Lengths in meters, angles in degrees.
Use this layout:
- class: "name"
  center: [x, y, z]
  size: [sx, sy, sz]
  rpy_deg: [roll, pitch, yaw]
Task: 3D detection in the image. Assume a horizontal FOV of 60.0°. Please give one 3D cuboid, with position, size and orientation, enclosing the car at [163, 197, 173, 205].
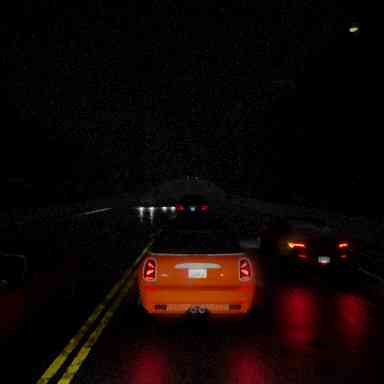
- class: "car"
  center: [-3.362, 1.482, 50.492]
  size: [2.033, 1.411, 5.357]
  rpy_deg: [0, 0, 0]

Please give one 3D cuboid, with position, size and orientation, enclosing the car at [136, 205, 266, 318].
- class: "car"
  center: [0.082, 1.345, 7.546]
  size: [2.097, 1.767, 4.553]
  rpy_deg: [0, 0, 0]

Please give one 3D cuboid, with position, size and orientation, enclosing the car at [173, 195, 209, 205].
- class: "car"
  center: [0.046, 1.191, 24.027]
  size: [2.150, 2.045, 5.566]
  rpy_deg: [0, 0, 0]

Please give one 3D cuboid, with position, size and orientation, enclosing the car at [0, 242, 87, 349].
- class: "car"
  center: [-3.361, 1.595, 5.469]
  size: [1.895, 1.301, 4.718]
  rpy_deg: [0, 0, 0]

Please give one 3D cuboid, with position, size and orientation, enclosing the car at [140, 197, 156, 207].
- class: "car"
  center: [-6.612, 1.457, 50.485]
  size: [1.812, 1.442, 4.674]
  rpy_deg: [0, 0, 0]

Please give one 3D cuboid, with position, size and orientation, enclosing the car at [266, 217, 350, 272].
- class: "car"
  center: [3.332, 1.515, 10.592]
  size: [1.812, 1.442, 4.674]
  rpy_deg: [0, 0, 1]
